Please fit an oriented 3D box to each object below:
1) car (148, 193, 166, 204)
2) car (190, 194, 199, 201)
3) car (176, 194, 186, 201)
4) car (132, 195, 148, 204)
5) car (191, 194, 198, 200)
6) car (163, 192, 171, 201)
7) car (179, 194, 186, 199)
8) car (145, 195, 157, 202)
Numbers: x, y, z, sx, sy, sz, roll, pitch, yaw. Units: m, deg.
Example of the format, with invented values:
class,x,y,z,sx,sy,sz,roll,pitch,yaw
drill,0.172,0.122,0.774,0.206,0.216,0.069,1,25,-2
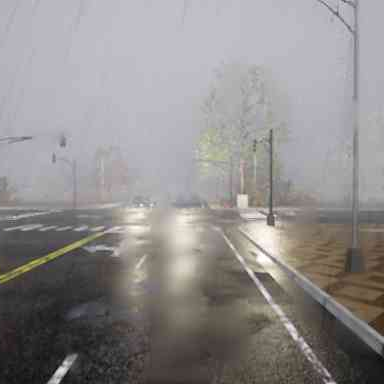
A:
class,x,y,z,sx,sy,sz,roll,pitch,yaw
car,-6.288,1.412,60.027,1.812,1.442,4.674,0,0,1
car,0.562,1.332,78.671,1.837,1.490,4.892,0,0,1
car,-2.688,1.309,78.726,1.882,1.535,5.008,0,0,1
car,-9.538,1.389,59.991,1.837,1.490,4.892,0,0,1
car,0.738,1.201,89.088,1.837,1.490,4.892,0,0,1
car,-5.991,1.069,75.562,2.150,2.045,5.566,0,0,1
car,-2.511,1.295,89.173,1.895,1.301,4.718,0,0,1
car,-9.242,1.383,75.575,2.033,1.411,5.357,0,0,1
